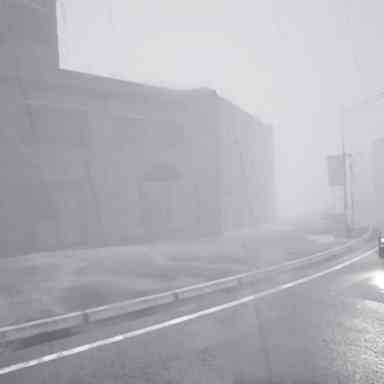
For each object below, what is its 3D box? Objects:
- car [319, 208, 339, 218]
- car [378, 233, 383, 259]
[{"bbox_3d":[21.733,3.300,52.428,2.033,1.411,5.357,-3,-3,-1],"label":"car"},{"bbox_3d":[8.487,1.765,12.707,1.895,1.301,4.718,-1,-2,38],"label":"car"}]
